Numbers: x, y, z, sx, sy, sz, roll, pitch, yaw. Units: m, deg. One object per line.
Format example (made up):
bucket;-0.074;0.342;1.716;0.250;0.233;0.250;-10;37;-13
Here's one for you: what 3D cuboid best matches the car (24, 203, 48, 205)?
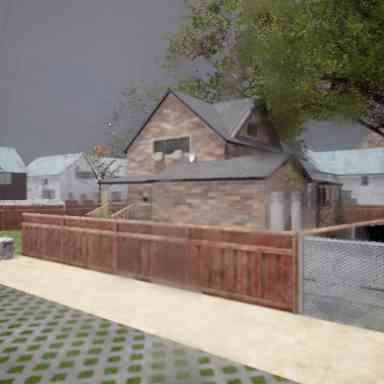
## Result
car;-14.487;1.738;30.354;2.033;1.411;5.357;0;-1;37
